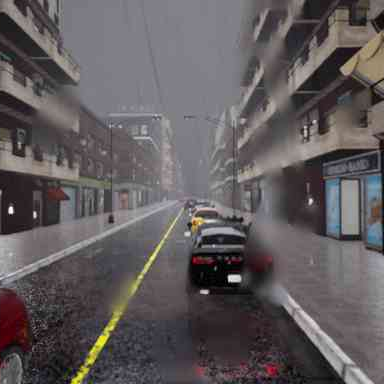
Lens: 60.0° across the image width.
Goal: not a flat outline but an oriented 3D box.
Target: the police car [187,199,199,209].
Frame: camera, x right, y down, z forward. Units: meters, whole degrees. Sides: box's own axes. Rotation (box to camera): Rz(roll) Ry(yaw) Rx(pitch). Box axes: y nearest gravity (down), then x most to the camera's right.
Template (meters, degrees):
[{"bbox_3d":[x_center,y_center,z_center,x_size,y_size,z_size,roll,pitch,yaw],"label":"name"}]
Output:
[{"bbox_3d":[0.805,1.589,24.984,1.930,1.638,5.238,0,0,0],"label":"police car"}]

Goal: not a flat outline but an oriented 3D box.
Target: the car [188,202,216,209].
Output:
[{"bbox_3d":[0.810,1.573,19.063,1.801,1.575,5.366,0,0,0],"label":"car"}]

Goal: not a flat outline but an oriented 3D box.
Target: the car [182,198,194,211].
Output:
[{"bbox_3d":[-0.013,1.700,47.442,2.097,1.767,4.553,0,0,0],"label":"car"}]

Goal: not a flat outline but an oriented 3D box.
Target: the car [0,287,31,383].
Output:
[{"bbox_3d":[-2.749,1.536,2.084,1.812,1.442,4.674,0,0,0],"label":"car"}]

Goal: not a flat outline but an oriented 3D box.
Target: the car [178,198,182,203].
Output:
[{"bbox_3d":[-2.834,2.312,94.127,1.994,1.385,4.181,0,-1,0],"label":"car"}]

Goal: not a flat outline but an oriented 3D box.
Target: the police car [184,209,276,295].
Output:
[{"bbox_3d":[0.819,1.474,8.981,1.930,1.638,5.238,0,0,0],"label":"police car"}]
